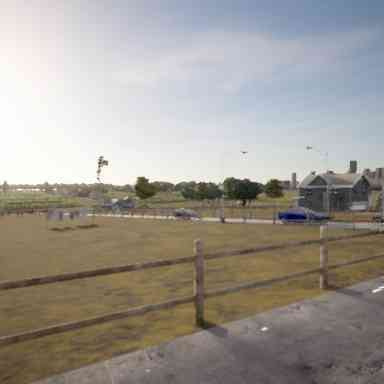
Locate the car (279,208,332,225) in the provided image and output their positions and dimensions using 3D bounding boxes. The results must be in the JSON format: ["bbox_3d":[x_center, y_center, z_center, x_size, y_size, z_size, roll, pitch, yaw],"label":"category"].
[{"bbox_3d":[10.336,2.193,30.661,1.882,1.535,5.008,0,-2,-36],"label":"car"}]

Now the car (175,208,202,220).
[{"bbox_3d":[-0.599,3.006,45.968,1.812,1.442,4.674,0,-2,-35],"label":"car"}]

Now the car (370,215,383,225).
[{"bbox_3d":[16.632,2.009,26.654,1.994,1.385,4.181,0,-2,-31],"label":"car"}]
